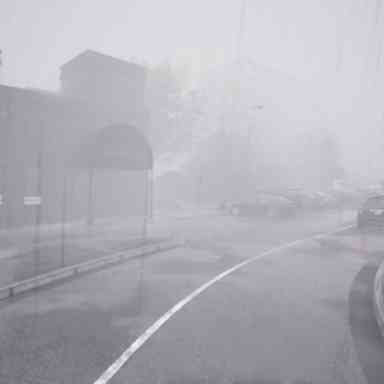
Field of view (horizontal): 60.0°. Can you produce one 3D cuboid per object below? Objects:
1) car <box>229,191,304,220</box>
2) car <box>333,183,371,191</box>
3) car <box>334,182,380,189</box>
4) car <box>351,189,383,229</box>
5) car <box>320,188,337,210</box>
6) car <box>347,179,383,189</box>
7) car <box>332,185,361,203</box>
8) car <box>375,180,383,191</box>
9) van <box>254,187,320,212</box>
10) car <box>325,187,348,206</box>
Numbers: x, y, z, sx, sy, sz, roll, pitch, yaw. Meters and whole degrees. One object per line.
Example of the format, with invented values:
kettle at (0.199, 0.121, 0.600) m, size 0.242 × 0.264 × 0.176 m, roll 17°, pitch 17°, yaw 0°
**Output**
car at (4.755, 0.960, 22.946) m, size 4.892 × 1.521 × 2.231 m, roll 1°, pitch 3°, yaw 44°
car at (14.468, 0.219, 32.975) m, size 4.892 × 1.521 × 2.231 m, roll 1°, pitch 4°, yaw 44°
car at (16.418, 0.064, 34.968) m, size 5.008 × 1.535 × 2.097 m, roll 1°, pitch 4°, yaw 44°
car at (10.472, 0.953, 17.652) m, size 2.097 × 1.767 × 4.553 m, roll 1°, pitch 3°, yaw 44°
car at (8.642, 0.683, 26.971) m, size 4.892 × 1.521 × 2.231 m, roll 1°, pitch 4°, yaw 44°
car at (22.129, -0.519, 40.905) m, size 4.553 × 1.767 × 2.185 m, roll 1°, pitch 4°, yaw 44°
car at (12.448, 0.381, 30.875) m, size 4.892 × 1.521 × 2.231 m, roll 1°, pitch 4°, yaw 44°
car at (29.990, -0.990, 49.009) m, size 4.792 × 1.488 × 2.163 m, roll 1°, pitch 4°, yaw 44°
van at (6.783, 0.607, 24.872) m, size 4.442 × 1.987 × 1.878 m, roll 1°, pitch 4°, yaw 44°
car at (10.587, 0.568, 28.970) m, size 4.674 × 1.452 × 2.002 m, roll 1°, pitch 4°, yaw 44°
